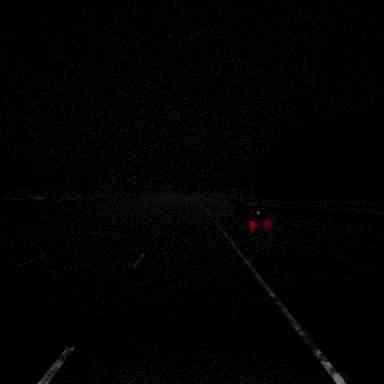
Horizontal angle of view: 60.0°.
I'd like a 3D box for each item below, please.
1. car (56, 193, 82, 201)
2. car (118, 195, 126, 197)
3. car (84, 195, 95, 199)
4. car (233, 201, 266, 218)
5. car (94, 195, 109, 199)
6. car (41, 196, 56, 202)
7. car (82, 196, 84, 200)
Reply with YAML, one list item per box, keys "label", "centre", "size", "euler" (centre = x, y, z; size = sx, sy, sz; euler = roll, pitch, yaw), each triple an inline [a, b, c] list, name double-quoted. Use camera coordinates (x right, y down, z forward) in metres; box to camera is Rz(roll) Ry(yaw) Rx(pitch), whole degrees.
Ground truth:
- label: "car"
  centre: [-24.485, 1.252, 66.362]
  size: [2.150, 2.045, 5.566]
  euler: [0, 0, 0]
- label: "car"
  centre: [-17.481, 1.565, 82.501]
  size: [2.128, 1.511, 4.902]
  euler: [0, 0, 0]
- label: "car"
  centre: [-24.482, 1.539, 82.223]
  size: [1.837, 1.490, 4.892]
  euler: [0, 0, 0]
- label: "car"
  centre: [5.089, 1.515, 29.758]
  size: [1.812, 1.442, 4.674]
  euler: [-1, 0, -10]
- label: "car"
  centre: [-17.485, 1.579, 66.748]
  size: [1.994, 1.385, 4.181]
  euler: [0, 0, 0]
- label: "car"
  centre: [-27.985, 1.566, 65.986]
  size: [2.033, 1.411, 5.357]
  euler: [0, 0, 0]
- label: "car"
  centre: [-27.982, 1.516, 81.818]
  size: [1.882, 1.535, 5.008]
  euler: [0, 0, 0]
